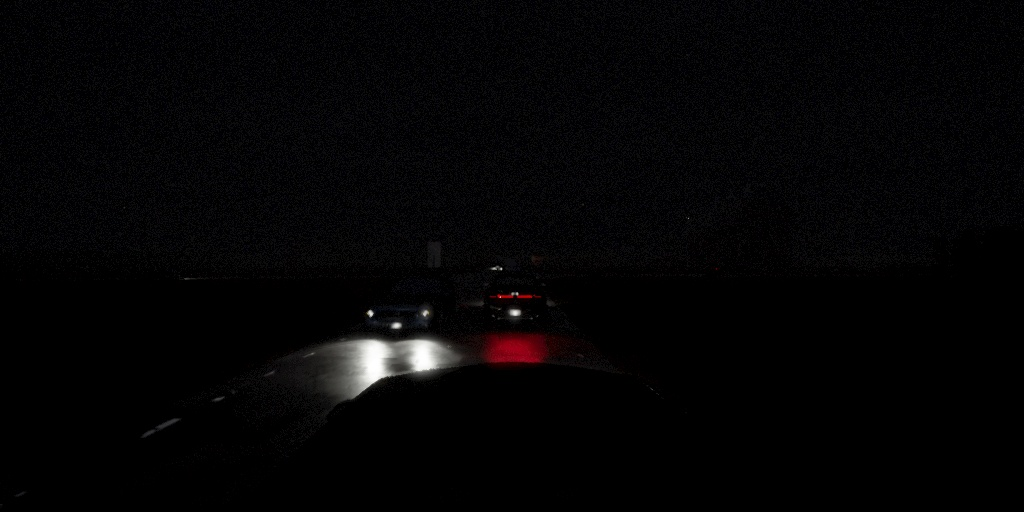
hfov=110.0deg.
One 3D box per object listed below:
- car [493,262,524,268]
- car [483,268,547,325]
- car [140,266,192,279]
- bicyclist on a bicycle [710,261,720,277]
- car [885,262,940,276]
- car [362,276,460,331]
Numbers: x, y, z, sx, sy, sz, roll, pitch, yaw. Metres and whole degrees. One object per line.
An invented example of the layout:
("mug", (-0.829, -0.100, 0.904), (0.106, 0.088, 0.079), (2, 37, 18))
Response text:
("car", (0.094, 1.353, 23.784), (2.128, 1.511, 4.902), (0, 0, 0))
("car", (0.095, 1.304, 12.009), (1.837, 1.490, 4.892), (0, -1, 0))
("car", (-36.620, 1.741, 38.062), (4.181, 1.385, 1.994), (-1, -1, 0))
("bicyclist on a bicycle", (19.967, 1.266, 35.287), (0.582, 1.620, 1.656), (0, 0, 0))
("car", (43.057, 1.344, 38.490), (4.902, 1.511, 2.128), (0, -1, 1))
("car", (-2.842, 1.346, 11.482), (2.033, 1.411, 5.357), (0, 0, 0))
